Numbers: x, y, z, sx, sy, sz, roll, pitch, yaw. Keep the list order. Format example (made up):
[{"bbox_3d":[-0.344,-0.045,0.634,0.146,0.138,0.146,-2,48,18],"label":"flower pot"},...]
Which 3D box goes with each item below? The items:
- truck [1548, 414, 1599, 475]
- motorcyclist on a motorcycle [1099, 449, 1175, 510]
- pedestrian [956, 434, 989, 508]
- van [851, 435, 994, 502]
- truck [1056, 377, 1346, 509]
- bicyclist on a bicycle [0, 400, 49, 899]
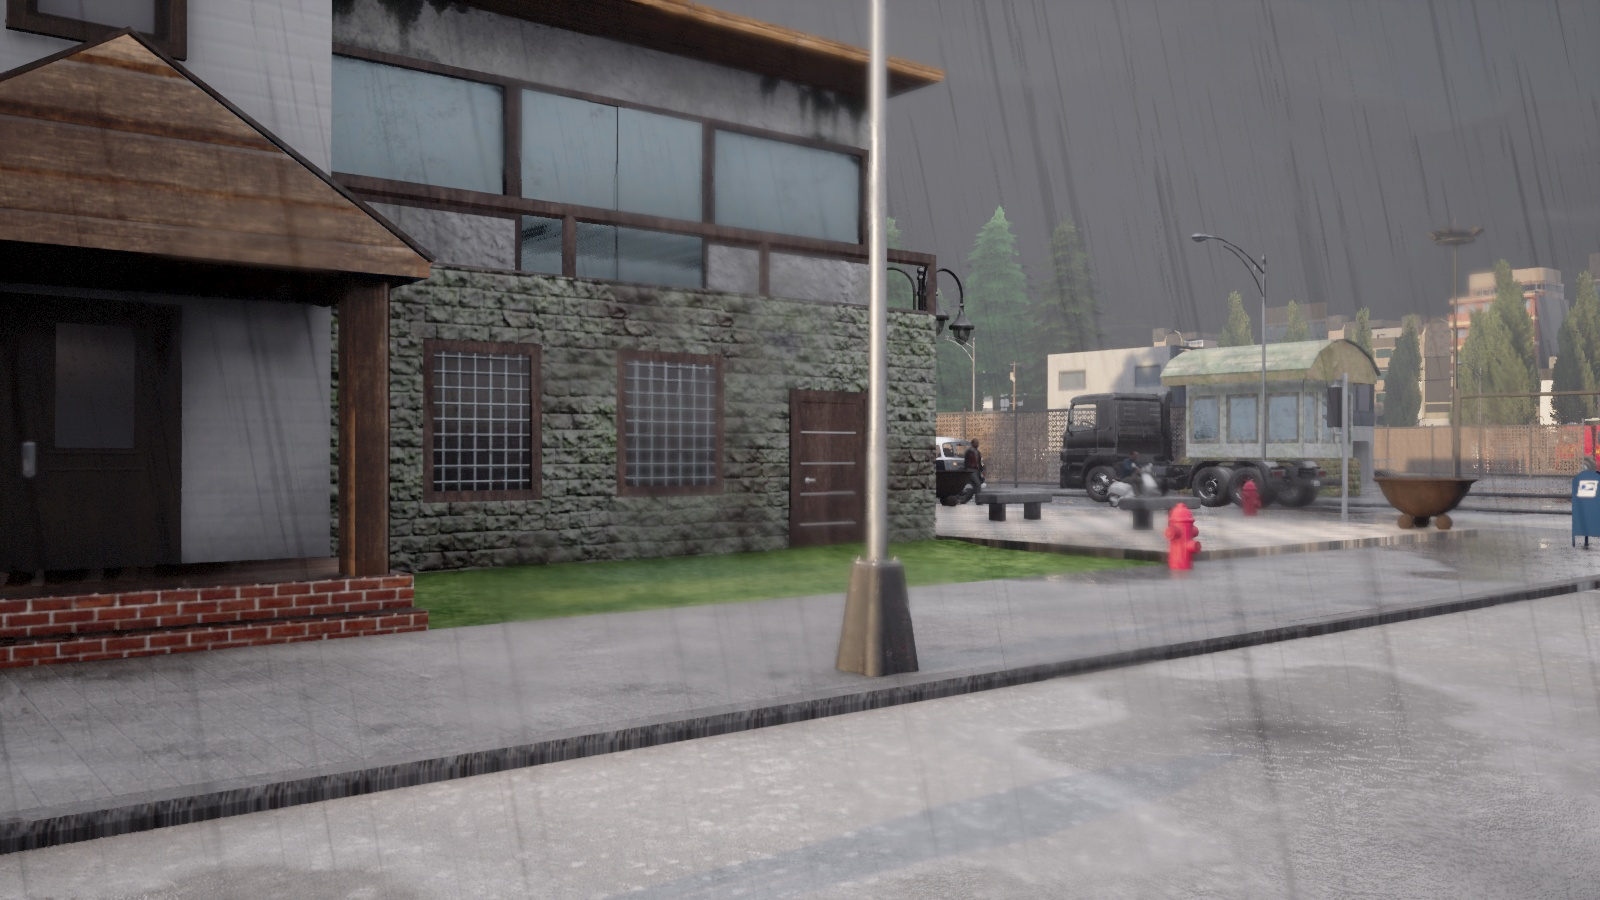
[{"bbox_3d":[52.102,-0.338,78.686,2.891,3.827,8.468,0,0,-39],"label":"truck"},{"bbox_3d":[9.066,0.762,33.839,0.866,1.590,1.817,0,0,-38],"label":"motorcyclist on a motorcycle"},{"bbox_3d":[4.348,0.518,31.618,0.720,1.854,0.376,0,0,41],"label":"pedestrian"},{"bbox_3d":[3.877,0.558,40.423,2.069,2.038,4.480,0,0,-38],"label":"van"},{"bbox_3d":[11.578,-0.171,37.092,2.891,3.462,7.936,0,0,-37],"label":"truck"},{"bbox_3d":[-2.472,0.709,2.456,1.656,1.620,0.582,0,0,-38],"label":"bicyclist on a bicycle"}]
